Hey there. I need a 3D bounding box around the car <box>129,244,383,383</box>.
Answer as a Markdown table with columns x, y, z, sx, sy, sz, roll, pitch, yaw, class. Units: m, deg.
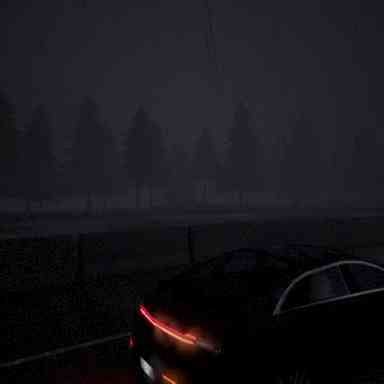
| x | y | z | sx | sy | sz | roll | pitch | yaw | class |
| --- | --- | --- | --- | --- | --- | --- | --- | --- | --- |
| 1.607 | 1.491 | 4.532 | 4.902 | 1.511 | 2.128 | 0 | 0 | -32 | car |
